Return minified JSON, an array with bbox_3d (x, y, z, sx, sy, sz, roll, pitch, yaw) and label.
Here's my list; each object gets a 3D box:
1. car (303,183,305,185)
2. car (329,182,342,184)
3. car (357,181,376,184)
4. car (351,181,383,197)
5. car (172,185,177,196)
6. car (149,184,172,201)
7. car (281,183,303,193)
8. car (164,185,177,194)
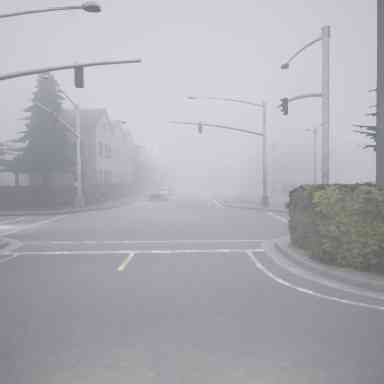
[{"bbox_3d":[18.884,-0.872,59.132,1.970,1.475,3.806,-1,2,0],"label":"car"},{"bbox_3d":[25.298,-1.034,59.485,2.152,1.636,5.027,-1,2,0],"label":"car"},{"bbox_3d":[19.010,-0.176,34.213,1.905,1.878,3.866,-1,2,0],"label":"car"},{"bbox_3d":[22.254,-0.461,42.094,1.932,1.855,4.605,-1,2,0],"label":"car"},{"bbox_3d":[-3.742,-0.305,47.780,2.097,1.767,4.553,-1,2,0],"label":"car"},{"bbox_3d":[-3.722,0.163,37.762,1.882,1.535,5.008,-1,2,0],"label":"car"},{"bbox_3d":[15.261,-0.525,52.070,2.007,1.523,4.514,-1,2,0],"label":"car"},{"bbox_3d":[-3.729,-0.508,58.164,1.837,1.490,4.892,-1,2,0],"label":"car"}]
